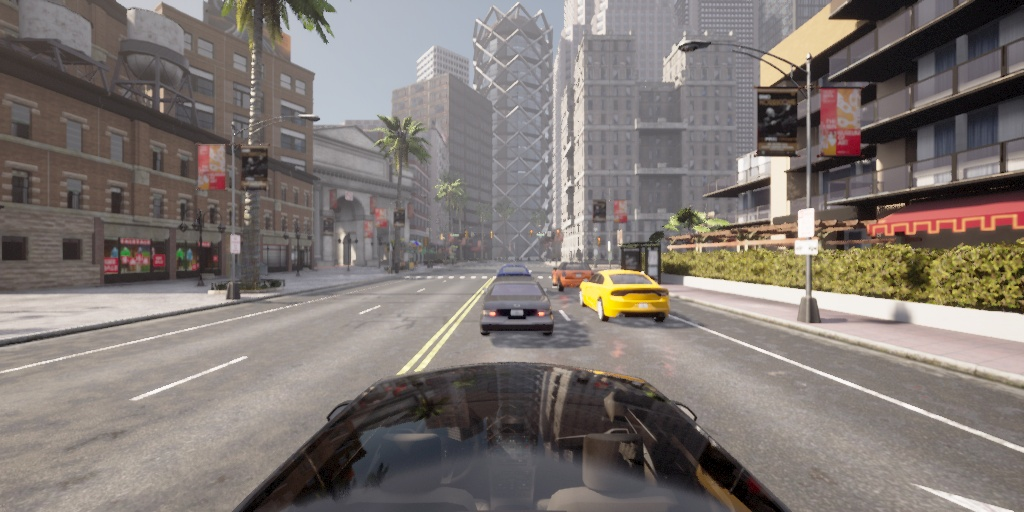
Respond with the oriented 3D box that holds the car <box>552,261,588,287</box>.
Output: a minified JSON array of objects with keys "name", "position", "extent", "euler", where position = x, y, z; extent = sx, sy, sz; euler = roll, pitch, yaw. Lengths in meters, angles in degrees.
[{"name":"car","position":[3.617,1.089,21.571],"extent":[2.097,1.767,4.553],"euler":[0,0,0]}]

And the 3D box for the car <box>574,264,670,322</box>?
[{"name":"car","position":[3.614,1.221,12.358],"extent":[1.882,1.535,5.008],"euler":[0,0,0]}]

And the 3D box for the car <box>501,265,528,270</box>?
[{"name":"car","position":[0.116,1.216,20.173],"extent":[1.882,1.535,5.008],"euler":[0,0,0]}]

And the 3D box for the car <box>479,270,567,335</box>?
[{"name":"car","position":[0.108,1.292,10.386],"extent":[2.033,1.411,5.357],"euler":[0,0,0]}]
